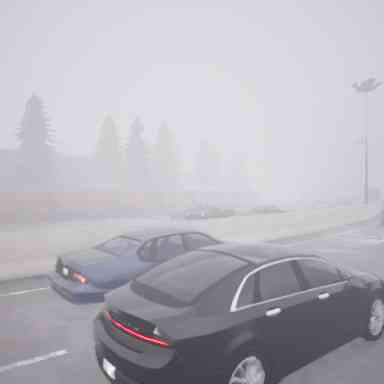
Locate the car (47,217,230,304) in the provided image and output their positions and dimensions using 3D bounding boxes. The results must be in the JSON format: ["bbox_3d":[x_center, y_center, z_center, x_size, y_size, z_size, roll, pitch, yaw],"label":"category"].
[{"bbox_3d":[-0.475,1.569,7.955,5.357,1.411,2.033,0,0,-39],"label":"car"}]

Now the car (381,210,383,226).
[{"bbox_3d":[14.447,1.369,22.639,2.097,1.767,4.553,0,0,40],"label":"car"}]

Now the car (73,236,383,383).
[{"bbox_3d":[1.080,1.515,4.827,4.892,1.490,1.837,0,0,-38],"label":"car"}]

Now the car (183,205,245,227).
[{"bbox_3d":[1.695,1.657,24.328,1.895,1.301,4.718,0,0,44],"label":"car"}]

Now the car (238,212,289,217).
[{"bbox_3d":[4.655,1.591,22.343,2.033,1.411,5.357,0,0,44],"label":"car"}]
